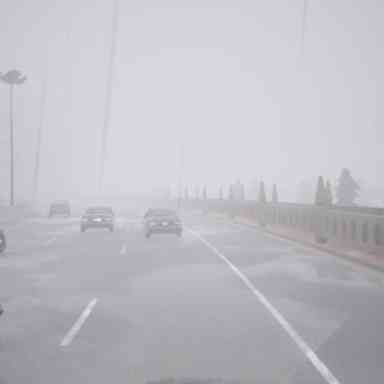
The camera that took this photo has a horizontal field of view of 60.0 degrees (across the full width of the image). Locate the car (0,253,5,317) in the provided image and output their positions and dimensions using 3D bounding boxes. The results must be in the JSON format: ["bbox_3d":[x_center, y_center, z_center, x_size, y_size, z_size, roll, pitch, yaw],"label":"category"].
[{"bbox_3d":[-3.581,1.614,2.660,1.895,1.301,4.718,0,0,-2],"label":"car"}]

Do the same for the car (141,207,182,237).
[{"bbox_3d":[-1.726,1.551,18.188,2.033,1.411,5.357,0,0,-10],"label":"car"}]

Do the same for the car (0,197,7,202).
[{"bbox_3d":[-25.751,1.440,43.993,2.097,1.767,4.553,0,0,-29],"label":"car"}]

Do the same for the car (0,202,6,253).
[{"bbox_3d":[-7.718,1.379,10.359,2.097,1.767,4.553,0,0,-6],"label":"car"}]

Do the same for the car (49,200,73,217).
[{"bbox_3d":[-12.634,1.533,32.009,2.128,1.511,4.902,0,0,-19],"label":"car"}]

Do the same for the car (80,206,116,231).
[{"bbox_3d":[-5.767,1.565,20.622,2.033,1.411,5.357,0,0,-12],"label":"car"}]
